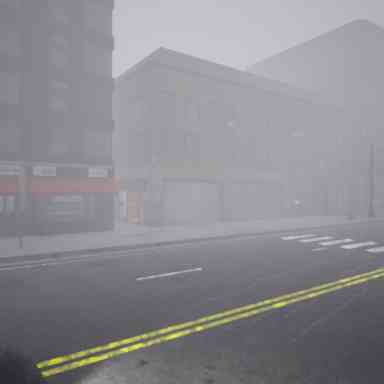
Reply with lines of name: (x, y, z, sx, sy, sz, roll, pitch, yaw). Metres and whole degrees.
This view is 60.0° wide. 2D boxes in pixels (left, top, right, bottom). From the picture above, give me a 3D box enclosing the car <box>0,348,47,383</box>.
car: (-2.750, 1.563, 1.484, 4.181, 1.385, 1.994, 0, 0, -35)
